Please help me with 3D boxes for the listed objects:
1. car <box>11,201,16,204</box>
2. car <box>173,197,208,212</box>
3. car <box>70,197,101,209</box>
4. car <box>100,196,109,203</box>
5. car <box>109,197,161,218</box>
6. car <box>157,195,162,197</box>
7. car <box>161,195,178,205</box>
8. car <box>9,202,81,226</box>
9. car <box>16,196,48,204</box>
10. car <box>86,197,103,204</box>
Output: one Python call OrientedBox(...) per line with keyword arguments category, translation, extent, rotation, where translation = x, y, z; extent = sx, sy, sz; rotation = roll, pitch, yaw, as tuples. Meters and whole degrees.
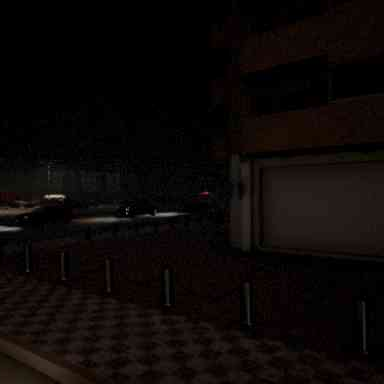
OrientedBox(category="car", translation=(-34.338, 2.101, 68.441), extent=(1.784, 1.438, 3.905), rotation=(-1, 0, 35))
OrientedBox(category="car", translation=(0.197, 1.791, 42.944), extent=(2.128, 1.511, 4.902), rotation=(-1, 0, 35))
OrientedBox(category="car", translation=(-18.202, 1.931, 56.978), extent=(1.970, 1.475, 3.806), rotation=(-1, 0, 35))
OrientedBox(category="car", translation=(-21.870, 1.860, 80.991), extent=(1.905, 1.878, 3.866), rotation=(-1, 0, 35))
OrientedBox(category="car", translation=(-5.826, 1.653, 34.451), extent=(2.097, 1.767, 4.553), rotation=(-1, 0, 35))
OrientedBox(category="car", translation=(-5.866, 1.660, 69.636), extent=(1.905, 1.878, 3.866), rotation=(-1, 0, 35))
OrientedBox(category="car", translation=(-3.541, 1.628, 67.912), extent=(1.932, 1.855, 4.605), rotation=(-1, 0, 35))
OrientedBox(category="car", translation=(-11.529, 1.829, 26.353), extent=(1.812, 1.442, 4.674), rotation=(-1, 0, 35))
OrientedBox(category="car", translation=(-32.018, 1.861, 66.709), extent=(1.932, 1.855, 4.605), rotation=(-1, 0, 35))
OrientedBox(category="car", translation=(-24.219, 2.129, 82.678), extent=(1.970, 1.475, 3.806), rotation=(-1, 0, 35))
